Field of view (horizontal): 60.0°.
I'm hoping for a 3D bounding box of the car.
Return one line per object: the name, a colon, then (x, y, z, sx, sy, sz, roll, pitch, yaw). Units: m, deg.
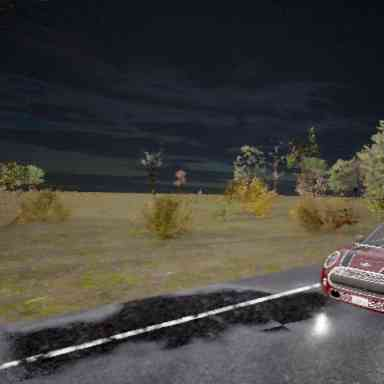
car: (4.922, 1.424, 7.397, 4.553, 1.767, 2.097, 0, 0, -35)
